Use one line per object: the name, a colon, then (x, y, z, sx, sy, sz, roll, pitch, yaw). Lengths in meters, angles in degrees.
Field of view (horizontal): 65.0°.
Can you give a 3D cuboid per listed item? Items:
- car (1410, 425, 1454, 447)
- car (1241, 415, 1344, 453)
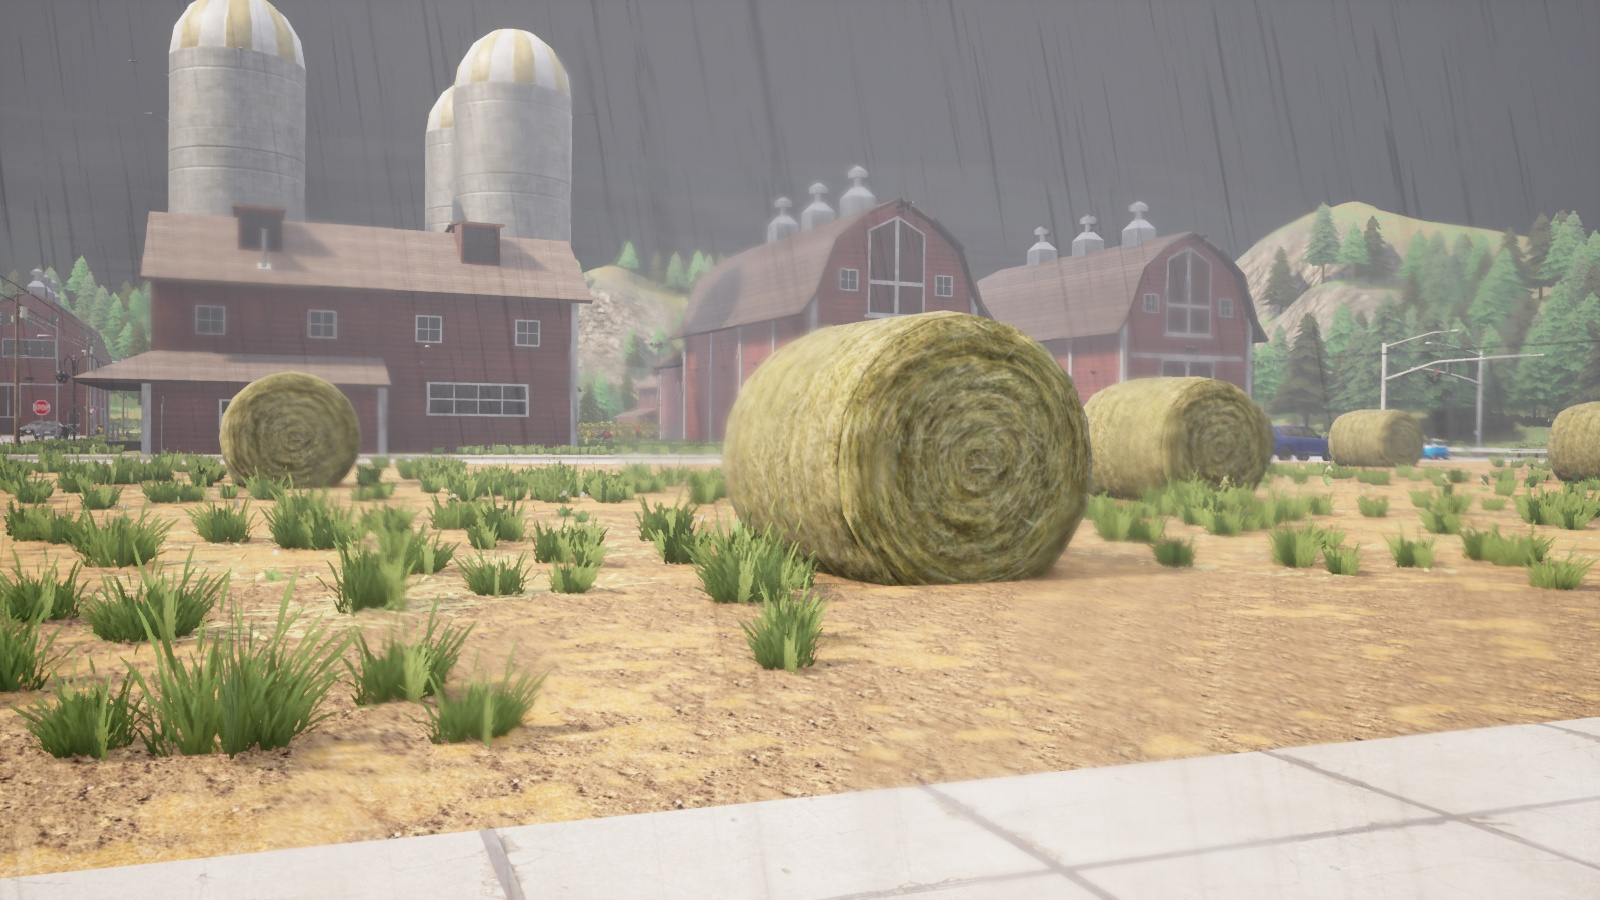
car: (40.372, -0.880, 80.214, 2.207, 1.376, 1.481, -1, 1, -25)
car: (27.680, -0.921, 70.506, 5.566, 2.045, 2.150, -1, 1, -25)
